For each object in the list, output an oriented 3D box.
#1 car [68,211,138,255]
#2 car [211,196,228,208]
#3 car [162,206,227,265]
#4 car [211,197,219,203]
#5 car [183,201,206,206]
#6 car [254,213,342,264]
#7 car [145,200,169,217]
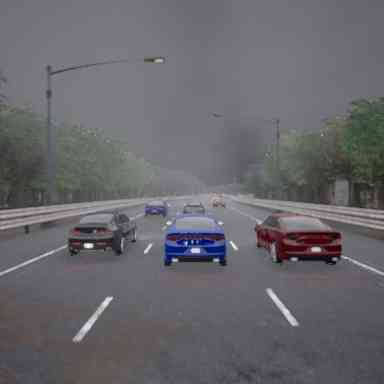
[{"bbox_3d":[-3.394,1.514,13.349,1.837,1.490,4.892,0,0,0],"label":"car"},{"bbox_3d":[4.175,1.746,51.731,1.895,1.301,4.718,0,0,2],"label":"car"},{"bbox_3d":[0.104,1.484,11.746,1.882,1.535,5.008,0,0,0],"label":"car"},{"bbox_3d":[5.517,1.866,78.451,1.837,1.490,4.892,0,-1,4],"label":"car"},{"bbox_3d":[0.226,1.541,29.932,2.128,1.511,4.902,0,0,1],"label":"car"},{"bbox_3d":[3.504,1.480,11.857,1.882,1.535,5.008,0,0,0],"label":"car"},{"bbox_3d":[-3.249,1.531,31.573,1.882,1.535,5.008,0,0,1],"label":"car"}]
